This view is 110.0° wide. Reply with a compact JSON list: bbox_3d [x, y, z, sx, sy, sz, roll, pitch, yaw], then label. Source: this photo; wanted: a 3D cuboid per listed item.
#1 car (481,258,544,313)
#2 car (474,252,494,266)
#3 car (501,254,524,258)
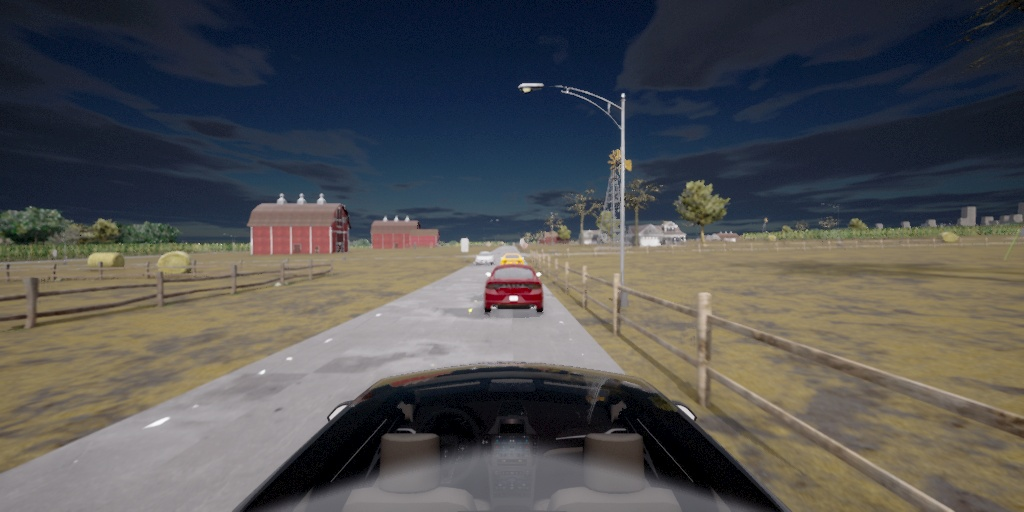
[{"bbox_3d":[0.054,1.022,12.943,1.882,1.535,5.008,0,1,0],"label":"car"},{"bbox_3d":[-2.939,0.264,39.491,1.812,1.442,4.674,0,2,0],"label":"car"},{"bbox_3d":[0.011,0.534,30.704,1.882,1.535,5.008,0,2,0],"label":"car"}]
